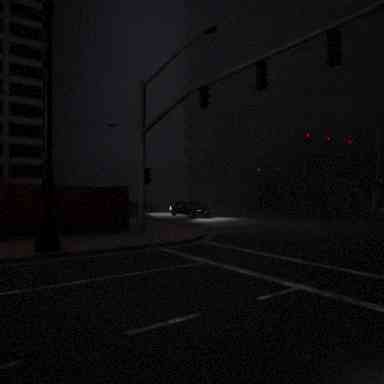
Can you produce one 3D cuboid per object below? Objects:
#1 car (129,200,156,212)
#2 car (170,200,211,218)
[{"bbox_3d":[-6.033,1.621,38.872,1.895,1.301,4.718,0,0,-36],"label":"car"},{"bbox_3d":[-0.221,1.525,30.786,1.837,1.490,4.892,0,0,-36],"label":"car"}]
